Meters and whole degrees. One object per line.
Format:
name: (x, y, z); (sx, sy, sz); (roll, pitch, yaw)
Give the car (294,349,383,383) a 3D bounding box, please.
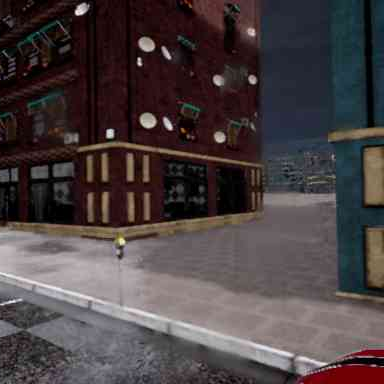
car: (2.225, 1.435, 1.305); (4.097, 1.590, 1.967); (0, -1, 36)
